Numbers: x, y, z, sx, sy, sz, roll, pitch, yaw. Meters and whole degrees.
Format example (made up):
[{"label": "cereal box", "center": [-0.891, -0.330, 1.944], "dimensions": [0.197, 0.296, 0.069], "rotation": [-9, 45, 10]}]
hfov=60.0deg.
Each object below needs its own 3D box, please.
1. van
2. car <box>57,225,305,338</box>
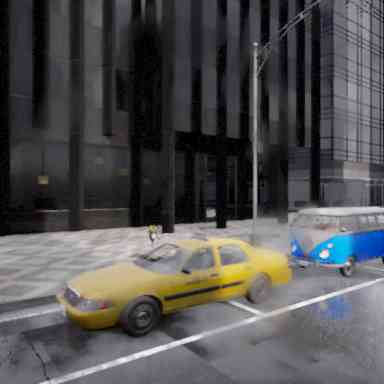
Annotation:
[{"label": "van", "center": [4.652, 1.351, 9.965], "dimensions": [3.998, 1.788, 1.690], "rotation": [0, 0, -35]}, {"label": "car", "center": [-0.054, 1.529, 6.609], "dimensions": [4.829, 1.417, 1.752], "rotation": [0, 0, -35]}]
